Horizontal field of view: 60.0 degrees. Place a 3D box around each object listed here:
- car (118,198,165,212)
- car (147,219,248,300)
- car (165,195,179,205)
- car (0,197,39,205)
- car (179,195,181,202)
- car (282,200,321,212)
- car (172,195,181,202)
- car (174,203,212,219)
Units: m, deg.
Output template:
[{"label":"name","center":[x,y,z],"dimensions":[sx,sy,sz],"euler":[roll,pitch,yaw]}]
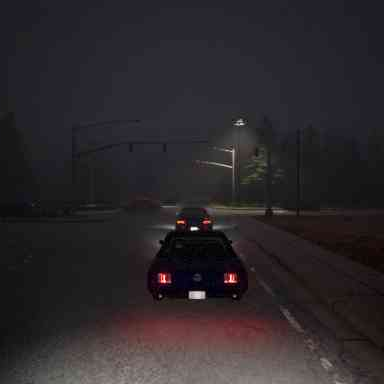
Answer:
[{"label":"car","center":[-5.976,1.470,38.463],"dimensions":[5.008,1.535,1.882],"euler":[0,0,1]},{"label":"car","center":[0.099,1.596,8.299],"dimensions":[1.895,1.301,4.718],"euler":[0,0,0]},{"label":"car","center":[-3.591,1.528,54.541],"dimensions":[1.994,1.385,4.181],"euler":[0,0,0]},{"label":"car","center":[-18.340,1.363,34.988],"dimensions":[4.553,1.767,2.097],"euler":[0,0,1]},{"label":"car","center":[-3.547,1.522,63.809],"dimensions":[1.994,1.385,4.181],"euler":[0,0,1]},{"label":"car","center":[12.512,1.560,38.131],"dimensions":[4.181,1.385,1.994],"euler":[0,0,1]},{"label":"car","center":[-3.418,1.429,74.114],"dimensions":[1.882,1.535,5.008],"euler":[0,0,1]},{"label":"car","center":[0.100,1.512,17.354],"dimensions":[1.812,1.442,4.674],"euler":[0,0,0]}]
